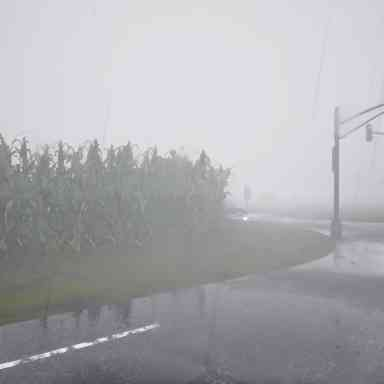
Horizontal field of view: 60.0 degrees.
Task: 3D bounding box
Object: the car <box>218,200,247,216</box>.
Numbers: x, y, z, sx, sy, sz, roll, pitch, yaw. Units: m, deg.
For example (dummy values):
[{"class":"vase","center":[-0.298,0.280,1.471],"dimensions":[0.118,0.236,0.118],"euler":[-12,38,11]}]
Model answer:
[{"class":"car","center":[3.081,1.501,31.919],"dimensions":[2.033,1.411,5.357],"euler":[1,0,-26]}]
